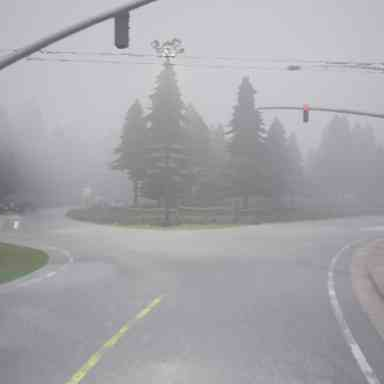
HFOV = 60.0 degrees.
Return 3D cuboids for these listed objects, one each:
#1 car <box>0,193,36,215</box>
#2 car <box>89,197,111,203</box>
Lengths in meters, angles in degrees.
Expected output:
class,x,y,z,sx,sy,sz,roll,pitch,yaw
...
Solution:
class,x,y,z,sx,sy,sz,roll,pitch,yaw
car,-17.714,1.150,33.833,2.150,2.045,5.566,0,0,-7
car,-14.974,1.479,54.575,1.812,1.442,4.674,0,0,17
